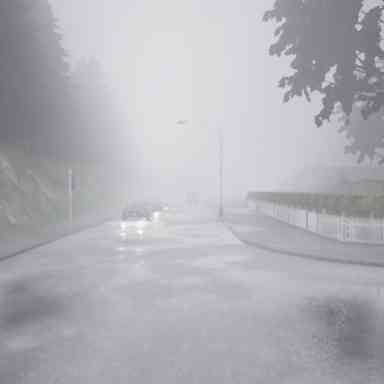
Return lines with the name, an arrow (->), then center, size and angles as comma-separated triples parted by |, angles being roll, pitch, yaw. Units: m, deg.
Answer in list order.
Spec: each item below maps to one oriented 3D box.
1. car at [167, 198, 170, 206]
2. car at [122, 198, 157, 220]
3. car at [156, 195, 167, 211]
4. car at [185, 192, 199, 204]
car -> -4.076, 1.172, 44.885 | 1.812, 1.442, 4.674 | 0, 0, 0
car -> -4.093, 1.362, 25.628 | 1.994, 1.385, 4.181 | 0, 0, 0
car -> -4.093, 1.288, 35.069 | 1.994, 1.385, 4.181 | 0, 0, 0
car -> -0.010, 1.121, 51.476 | 1.812, 1.442, 4.674 | 0, 0, 0
